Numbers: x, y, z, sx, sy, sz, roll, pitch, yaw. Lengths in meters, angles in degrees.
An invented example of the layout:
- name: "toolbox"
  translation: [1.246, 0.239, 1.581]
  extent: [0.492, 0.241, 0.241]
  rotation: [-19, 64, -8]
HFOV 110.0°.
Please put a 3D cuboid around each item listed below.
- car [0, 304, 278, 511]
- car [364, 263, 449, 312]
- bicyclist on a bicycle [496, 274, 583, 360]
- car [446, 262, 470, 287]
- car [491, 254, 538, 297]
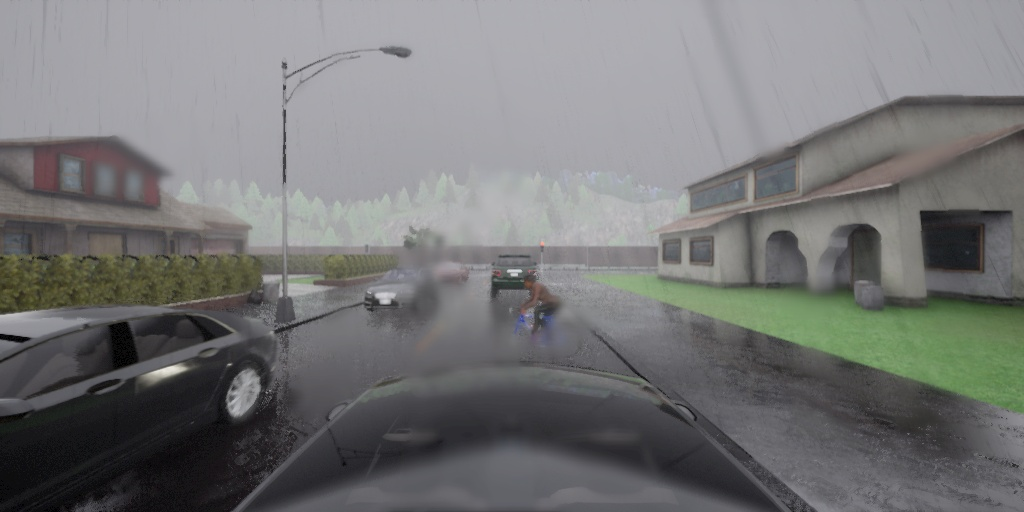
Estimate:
- name: "car"
  translation: [-4.103, 1.252, 2.899]
  extent: [1.837, 1.490, 4.892]
  rotation: [0, 0, 0]
- name: "car"
  translation: [-4.068, 1.194, 13.976]
  extent: [2.128, 1.511, 4.902]
  rotation: [0, 0, 0]
- name: "bicyclist on a bicycle"
  translation: [0.506, 1.164, 6.791]
  extent: [1.656, 1.620, 0.582]
  rotation: [-2, 0, 0]
- name: "car"
  translation: [-3.968, 1.142, 23.799]
  extent: [1.882, 1.535, 5.008]
  rotation: [0, 0, 0]
- name: "car"
  translation: [0.118, 0.907, 18.437]
  extent: [2.150, 2.045, 5.566]
  rotation: [0, 0, 0]
